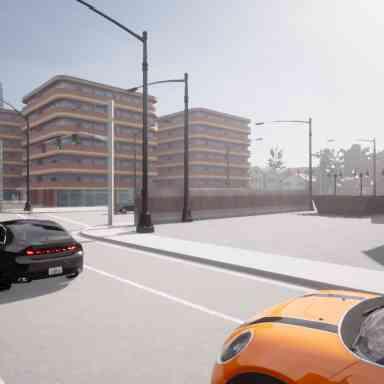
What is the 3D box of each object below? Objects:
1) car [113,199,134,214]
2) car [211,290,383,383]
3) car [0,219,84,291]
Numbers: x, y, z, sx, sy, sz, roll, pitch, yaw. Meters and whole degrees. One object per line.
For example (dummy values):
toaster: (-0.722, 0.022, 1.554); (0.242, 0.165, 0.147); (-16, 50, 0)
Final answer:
car: (-6.322, 1.491, 34.976); (4.902, 1.511, 2.128); (0, 0, -44)
car: (2.319, 1.352, 2.301); (4.553, 1.767, 2.097); (0, 0, 40)
car: (-4.699, 1.505, 9.166); (1.837, 1.490, 4.892); (0, 0, -43)
